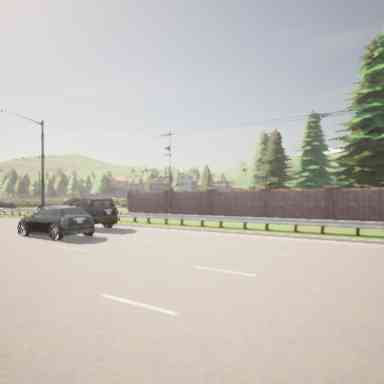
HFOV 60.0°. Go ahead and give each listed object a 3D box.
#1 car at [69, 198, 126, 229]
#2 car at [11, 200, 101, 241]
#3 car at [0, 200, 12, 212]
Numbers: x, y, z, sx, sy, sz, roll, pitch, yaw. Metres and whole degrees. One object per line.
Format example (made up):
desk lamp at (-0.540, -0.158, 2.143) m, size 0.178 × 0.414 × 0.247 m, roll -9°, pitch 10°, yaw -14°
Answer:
car at (-7.331, 1.408, 22.114) m, size 5.566 × 2.045 × 2.150 m, roll -1°, pitch 0°, yaw 35°
car at (-7.324, 1.513, 17.810) m, size 4.553 × 1.767 × 2.097 m, roll -1°, pitch 0°, yaw 35°
car at (-27.719, 1.974, 46.847) m, size 5.008 × 1.535 × 1.882 m, roll -1°, pitch 0°, yaw -9°
